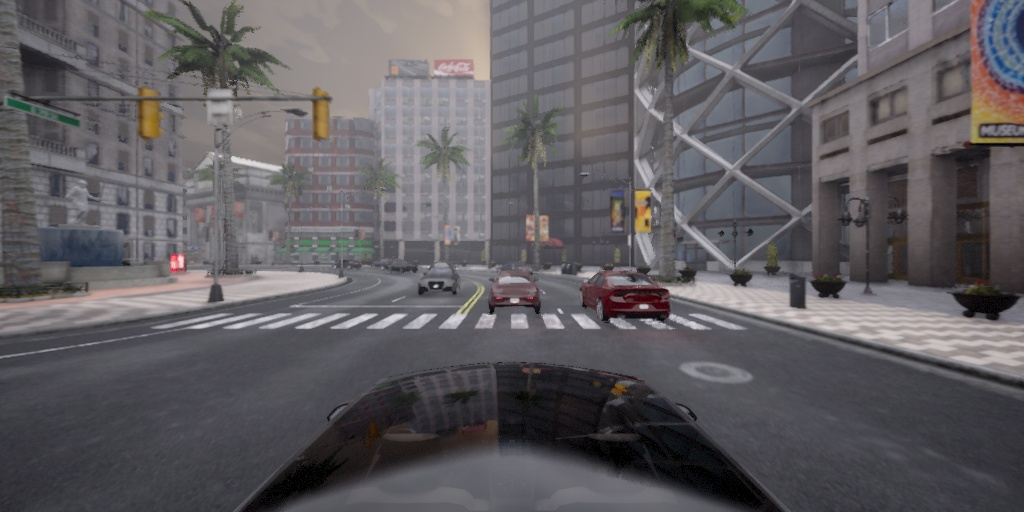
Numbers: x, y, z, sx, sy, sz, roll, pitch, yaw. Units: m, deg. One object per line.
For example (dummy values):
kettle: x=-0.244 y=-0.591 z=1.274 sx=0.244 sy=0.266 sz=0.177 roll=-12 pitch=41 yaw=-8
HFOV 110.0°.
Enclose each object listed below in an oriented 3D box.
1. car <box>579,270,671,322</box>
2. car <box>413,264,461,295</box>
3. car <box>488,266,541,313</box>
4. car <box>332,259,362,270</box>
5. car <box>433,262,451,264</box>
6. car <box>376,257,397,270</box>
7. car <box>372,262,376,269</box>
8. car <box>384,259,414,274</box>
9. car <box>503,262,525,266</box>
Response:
car: x=3.593 y=1.228 z=12.267 sx=1.882 sy=1.535 sz=5.008 roll=0 pitch=0 yaw=0
car: x=-3.905 y=1.315 z=19.872 sx=1.994 sy=1.385 sz=4.181 roll=0 pitch=0 yaw=-3
car: x=0.071 y=1.276 z=13.953 sx=1.812 sy=1.442 sz=4.674 roll=0 pitch=0 yaw=0
car: x=-24.939 y=1.256 z=54.173 sx=4.892 sy=1.490 sz=1.837 roll=0 pitch=0 yaw=22
car: x=-5.763 y=1.229 z=29.843 sx=1.882 sy=1.535 sz=5.008 roll=0 pitch=0 yaw=-20
car: x=-15.962 y=1.229 z=49.144 sx=5.008 sy=1.535 sz=1.882 roll=0 pitch=0 yaw=35
car: x=-19.421 y=1.102 z=55.216 sx=4.553 sy=1.767 sz=2.097 roll=0 pitch=0 yaw=29
car: x=-12.606 y=1.352 z=41.283 sx=1.895 sy=1.301 sz=4.718 roll=0 pitch=0 yaw=-42
car: x=0.144 y=1.299 z=34.693 sx=2.033 sy=1.411 sz=5.357 roll=0 pitch=0 yaw=-23
